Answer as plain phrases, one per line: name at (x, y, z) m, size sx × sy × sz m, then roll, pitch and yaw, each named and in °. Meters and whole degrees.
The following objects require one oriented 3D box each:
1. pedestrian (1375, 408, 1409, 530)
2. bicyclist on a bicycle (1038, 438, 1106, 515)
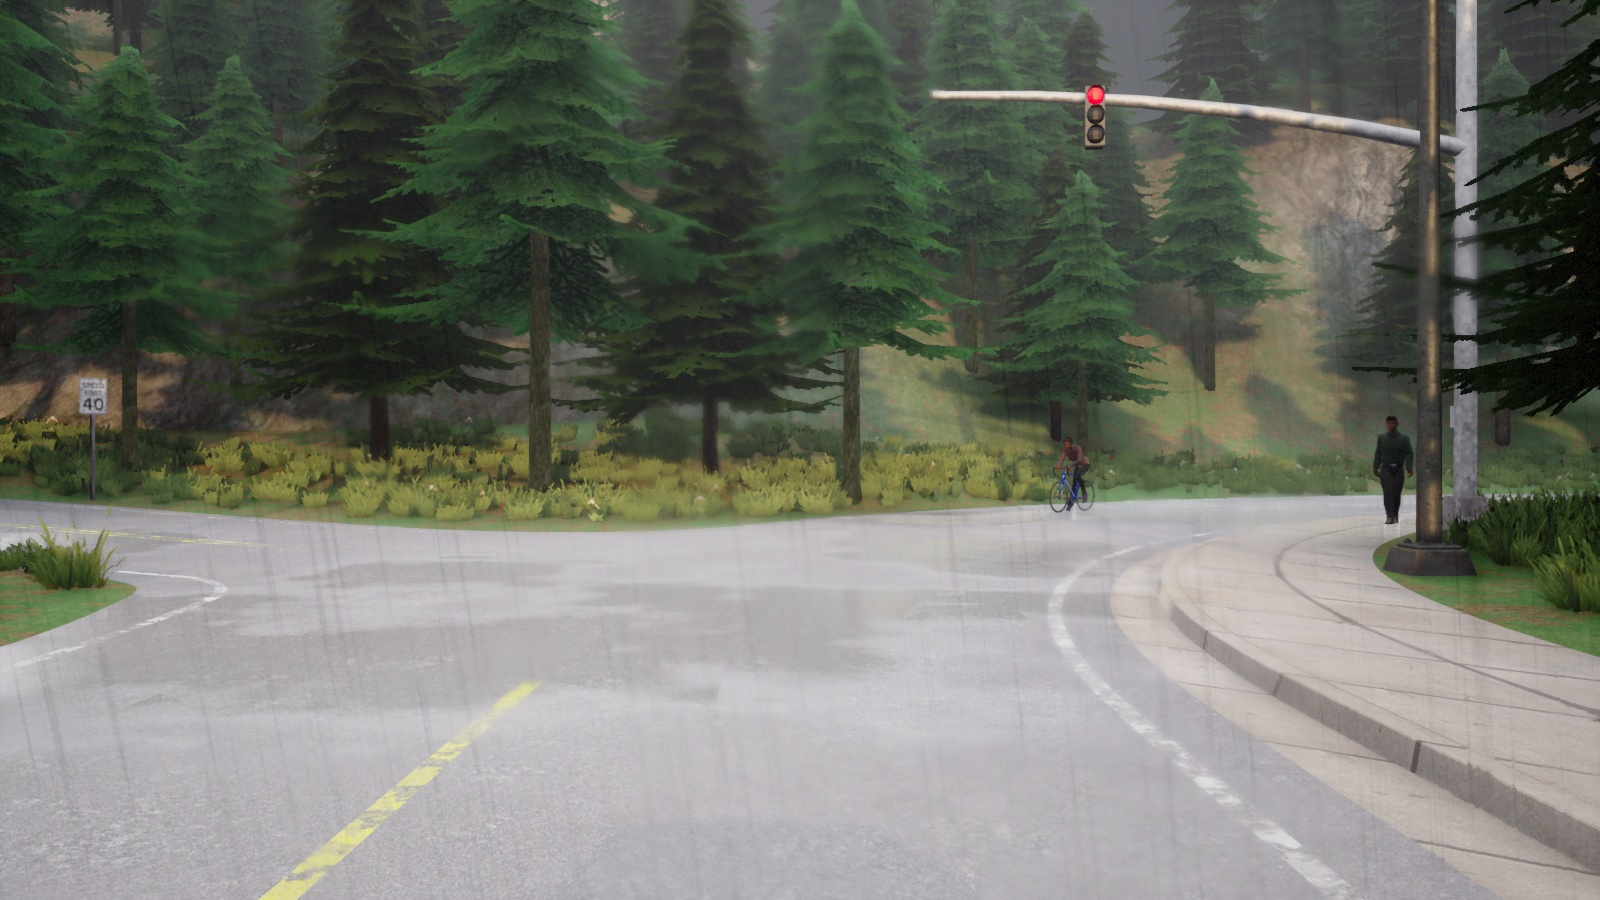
pedestrian at (9.672, 0.301, 20.513) m, size 0.423 × 1.949 × 0.788 m, roll 0°, pitch 0°, yaw 31°
bicyclist on a bicycle at (5.883, 0.551, 27.127) m, size 1.656 × 1.620 × 0.582 m, roll -1°, pitch 1°, yaw -42°
